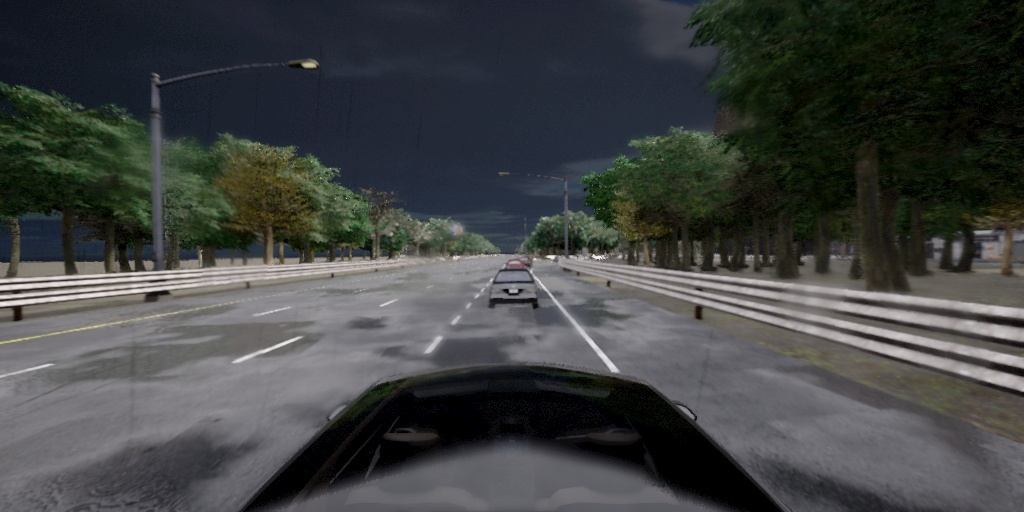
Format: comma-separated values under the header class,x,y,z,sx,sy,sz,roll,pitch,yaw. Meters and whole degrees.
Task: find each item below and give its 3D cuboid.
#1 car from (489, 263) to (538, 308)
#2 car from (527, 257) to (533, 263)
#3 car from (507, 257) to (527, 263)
class,x,y,z,sx,sy,sz,roll,pitch,yaw
car,0.070,1.210,14.586,2.033,1.411,5.357,-1,0,1
car,1.969,0.912,52.502,1.812,1.442,4.674,-1,0,11
car,0.259,1.052,34.572,1.812,1.442,4.674,-1,0,1
